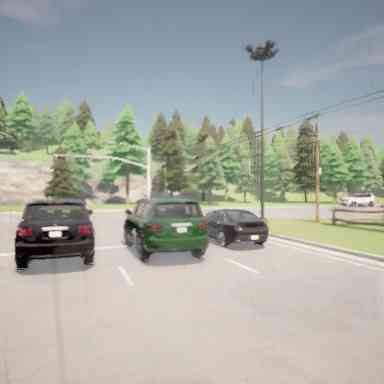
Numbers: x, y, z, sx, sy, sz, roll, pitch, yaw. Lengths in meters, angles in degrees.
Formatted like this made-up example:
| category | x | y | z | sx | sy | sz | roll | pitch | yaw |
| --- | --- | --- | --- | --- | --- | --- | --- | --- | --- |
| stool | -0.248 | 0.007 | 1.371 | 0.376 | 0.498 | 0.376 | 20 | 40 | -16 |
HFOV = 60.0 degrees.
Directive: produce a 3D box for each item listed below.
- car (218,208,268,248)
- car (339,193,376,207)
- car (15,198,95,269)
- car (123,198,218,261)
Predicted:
| category | x | y | z | sx | sy | sz | roll | pitch | yaw |
| --- | --- | --- | --- | --- | --- | --- | --- | --- | --- |
| car | 1.549 | 1.505 | 15.101 | 1.837 | 1.490 | 4.892 | 0 | 0 | -21 |
| car | 24.849 | 1.202 | 49.958 | 5.566 | 2.045 | 2.150 | 0 | 0 | -19 |
| car | -4.636 | 1.228 | 11.512 | 2.150 | 2.045 | 5.566 | 0 | 0 | -21 |
| car | -1.211 | 1.226 | 12.602 | 2.150 | 2.045 | 5.566 | 0 | 0 | -20 |
